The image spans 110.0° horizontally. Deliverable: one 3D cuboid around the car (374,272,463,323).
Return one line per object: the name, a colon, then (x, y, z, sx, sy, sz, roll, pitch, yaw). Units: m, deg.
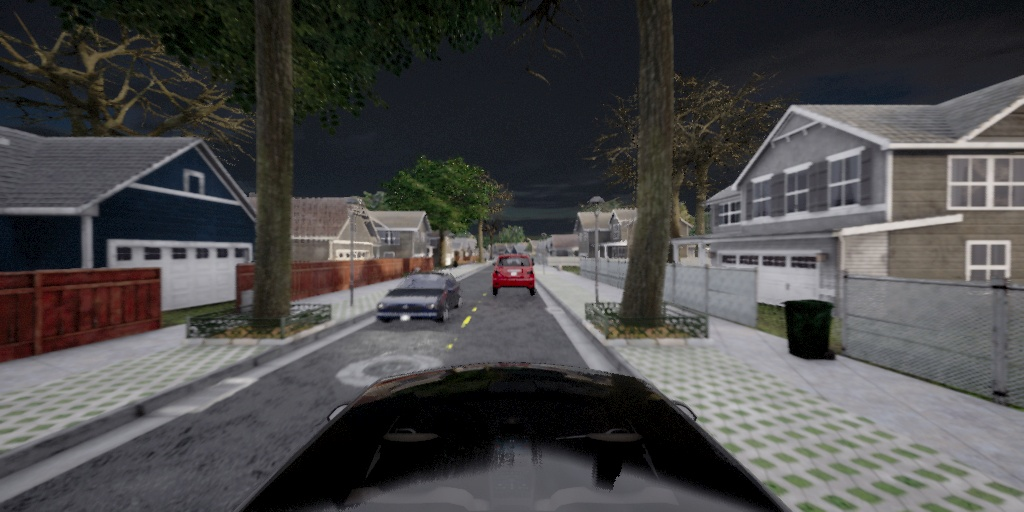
car: (-2.849, 1.267, 12.227, 2.033, 1.411, 5.357, 0, 0, 0)

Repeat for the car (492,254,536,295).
car: (0.096, 0.920, 19.645, 2.150, 2.045, 5.566, 0, 0, 0)
